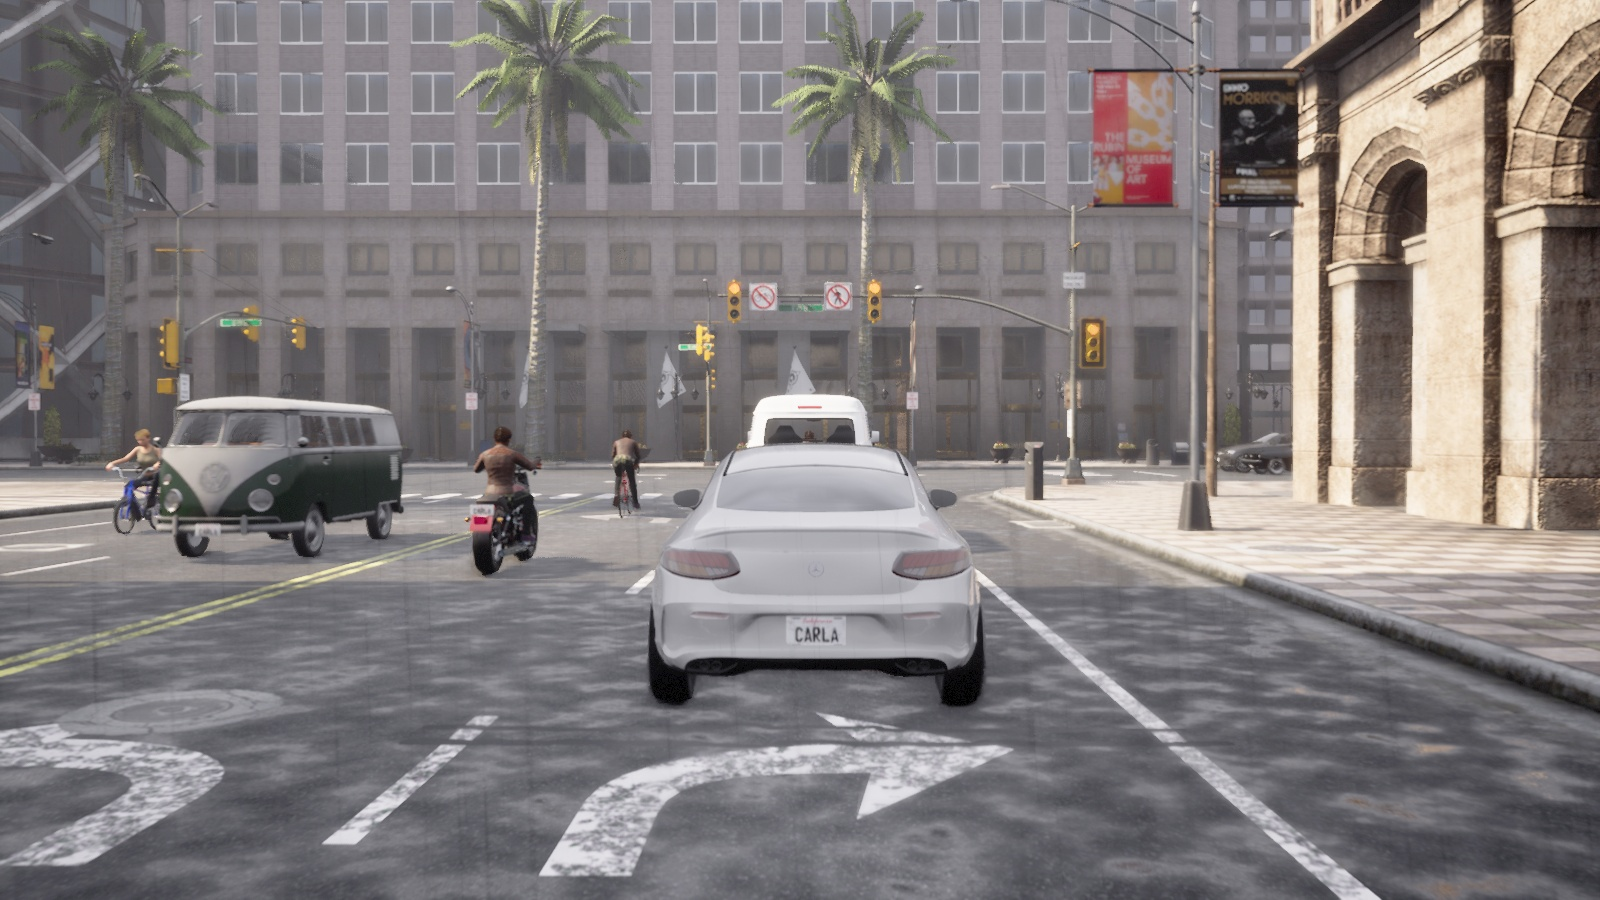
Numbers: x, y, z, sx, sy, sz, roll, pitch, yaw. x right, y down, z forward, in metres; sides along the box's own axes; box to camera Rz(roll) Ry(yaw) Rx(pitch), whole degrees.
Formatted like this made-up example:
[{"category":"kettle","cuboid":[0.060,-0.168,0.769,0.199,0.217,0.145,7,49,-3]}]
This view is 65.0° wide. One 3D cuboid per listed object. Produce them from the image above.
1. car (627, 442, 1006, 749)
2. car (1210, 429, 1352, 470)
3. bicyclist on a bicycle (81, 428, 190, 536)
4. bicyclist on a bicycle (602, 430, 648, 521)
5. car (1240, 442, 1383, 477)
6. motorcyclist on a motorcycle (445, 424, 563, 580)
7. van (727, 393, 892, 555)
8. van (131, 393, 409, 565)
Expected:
[{"category":"car","cuboid":[0.099,0.681,8.353,1.812,1.442,4.674,0,1,1]},{"category":"car","cuboid":[19.718,-0.020,51.631,5.027,1.651,2.152,0,1,1]},{"category":"bicyclist on a bicycle","cuboid":[-10.268,0.463,19.474,0.866,1.612,1.509,0,1,1]},{"category":"bicyclist on a bicycle","cuboid":[-3.252,0.441,23.434,0.582,1.620,1.656,0,2,1]},{"category":"car","cuboid":[19.552,0.339,48.156,4.718,1.301,1.895,0,1,1]},{"category":"motorcyclist on a motorcycle","cuboid":[-3.344,0.537,14.408,0.766,1.649,2.350,0,0,1]},{"category":"van","cuboid":[0.173,0.274,18.021,2.069,2.038,4.480,0,1,1]},{"category":"van","cuboid":[-6.810,0.312,16.714,1.775,1.987,4.442,0,1,1]}]
